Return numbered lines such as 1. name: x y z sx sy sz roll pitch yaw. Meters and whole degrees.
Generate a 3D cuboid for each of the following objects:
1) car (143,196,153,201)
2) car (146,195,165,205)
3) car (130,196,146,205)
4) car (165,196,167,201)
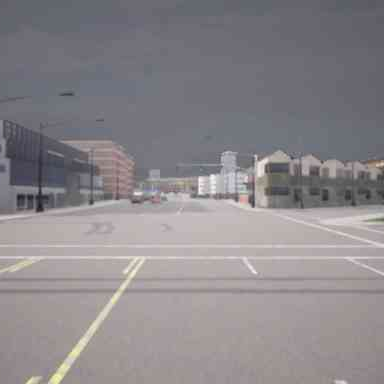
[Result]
1. car: -10.471 1.540 79.346 1.895 1.301 4.718 0 0 0
2. car: -6.998 1.490 63.767 2.097 1.767 4.553 0 1 1
3. car: -10.489 1.740 63.601 1.895 1.301 4.718 0 1 0
4. car: -6.971 1.486 79.472 2.033 1.411 5.357 0 0 0
